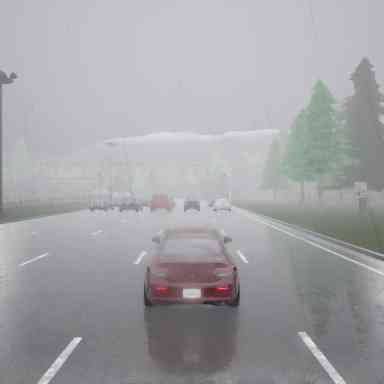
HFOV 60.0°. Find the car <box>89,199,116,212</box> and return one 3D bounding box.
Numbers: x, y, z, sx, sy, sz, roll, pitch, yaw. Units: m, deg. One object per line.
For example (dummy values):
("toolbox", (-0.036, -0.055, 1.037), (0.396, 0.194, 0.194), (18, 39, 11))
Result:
("car", (-10.504, 1.601, 39.030), (1.895, 1.301, 4.718), (0, 0, 0))

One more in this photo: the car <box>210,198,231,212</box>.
("car", (3.497, 1.526, 39.050), (1.812, 1.442, 4.674), (0, 0, 0))

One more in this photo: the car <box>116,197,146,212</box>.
("car", (-7.008, 1.352, 38.664), (2.097, 1.767, 4.553), (0, 0, 0))

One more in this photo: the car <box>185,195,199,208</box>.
("car", (-0.003, 1.352, 50.092), (2.097, 1.767, 4.553), (0, 0, 0))

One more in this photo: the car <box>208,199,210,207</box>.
("car", (3.488, 1.564, 49.344), (1.994, 1.385, 4.181), (0, 0, 1))

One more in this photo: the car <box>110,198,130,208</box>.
("car", (-10.504, 1.564, 48.943), (1.994, 1.385, 4.181), (0, 0, 0))

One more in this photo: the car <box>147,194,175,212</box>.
("car", (-3.507, 1.221, 38.575), (2.150, 2.045, 5.566), (0, 0, 0))

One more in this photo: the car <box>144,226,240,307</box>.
("car", (-0.003, 1.526, 7.849), (1.812, 1.442, 4.674), (0, 0, 0))

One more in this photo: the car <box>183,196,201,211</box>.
("car", (0.005, 1.505, 39.991), (1.837, 1.490, 4.892), (0, 0, 0))
